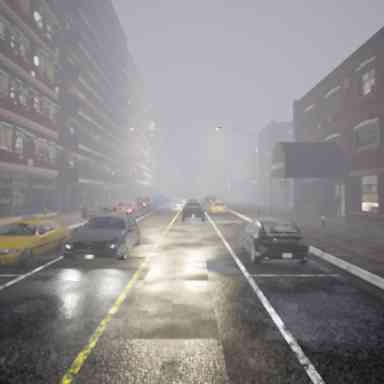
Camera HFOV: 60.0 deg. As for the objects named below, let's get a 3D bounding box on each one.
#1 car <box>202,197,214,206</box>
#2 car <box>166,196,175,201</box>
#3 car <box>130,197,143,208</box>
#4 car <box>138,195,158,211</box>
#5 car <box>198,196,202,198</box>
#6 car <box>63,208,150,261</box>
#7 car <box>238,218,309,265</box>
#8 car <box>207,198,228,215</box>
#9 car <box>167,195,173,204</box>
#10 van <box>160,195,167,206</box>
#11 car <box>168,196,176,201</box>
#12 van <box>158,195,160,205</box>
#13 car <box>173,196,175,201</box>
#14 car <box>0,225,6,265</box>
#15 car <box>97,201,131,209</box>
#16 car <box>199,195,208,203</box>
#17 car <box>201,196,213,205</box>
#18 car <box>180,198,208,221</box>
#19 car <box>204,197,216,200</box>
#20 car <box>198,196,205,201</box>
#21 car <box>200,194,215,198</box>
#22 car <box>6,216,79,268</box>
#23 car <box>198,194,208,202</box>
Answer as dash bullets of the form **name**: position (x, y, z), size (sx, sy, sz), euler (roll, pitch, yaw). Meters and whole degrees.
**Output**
- **car**: position (2.689, 1.634, 56.076), size (1.752, 1.417, 4.829), euler (0, 0, 0)
- **car**: position (-5.693, 1.764, 89.142), size (2.008, 1.369, 4.403), euler (0, 0, 0)
- **car**: position (-5.689, 1.485, 28.209), size (1.967, 1.590, 4.097), euler (0, 0, 0)
- **car**: position (-5.690, 1.382, 39.289), size (2.192, 1.841, 5.009), euler (0, 0, 0)
- **car**: position (0.099, 1.607, 45.675), size (1.812, 1.442, 4.674), euler (0, 0, 0)
- **car**: position (-3.084, 1.566, 12.653), size (2.033, 1.411, 5.357), euler (0, 0, 0)
- **car**: position (2.692, 1.567, 11.592), size (2.008, 1.369, 4.403), euler (0, 0, 0)
- **car**: position (2.690, 1.581, 33.920), size (1.752, 1.417, 4.829), euler (0, 0, 0)
- **car**: position (-5.691, 1.457, 66.985), size (2.192, 1.841, 5.009), euler (0, 0, 0)
- **van**: position (-5.691, 1.450, 55.906), size (1.690, 1.788, 3.998), euler (0, 0, 0)
- **car**: position (-5.693, 1.785, 94.680), size (2.008, 1.369, 4.403), euler (0, 0, 0)
- **van**: position (-5.690, 1.421, 44.829), size (1.690, 1.788, 3.998), euler (0, 0, 0)
- **car**: position (-5.693, 1.760, 83.604), size (1.947, 1.339, 4.313), euler (0, 0, 0)
- **car**: position (-5.689, 1.559, 6.052), size (2.008, 1.369, 4.403), euler (0, 0, 0)
- **car**: position (-5.689, 1.580, 22.671), size (1.887, 1.381, 4.507), euler (0, 0, 0)
- **car**: position (2.688, 1.616, 78.064), size (1.967, 1.590, 4.097), euler (0, 0, 0)
- **car**: position (2.689, 1.565, 61.446), size (1.967, 1.590, 4.097), euler (0, 0, 0)
- **car**: position (0.099, 1.548, 27.534), size (1.837, 1.490, 4.892), euler (0, 0, 0)
- **car**: position (2.690, 1.618, 39.289), size (2.008, 1.369, 4.403), euler (0, 0, 0)
- **car**: position (2.687, 1.816, 94.680), size (1.802, 1.307, 4.206), euler (0, 0, 0)
- **car**: position (2.690, 1.409, 50.367), size (2.192, 1.841, 5.009), euler (0, 0, 0)
- **car**: position (-5.689, 1.541, 11.421), size (1.752, 1.417, 4.829), euler (0, 0, 0)
- **car**: position (2.688, 1.509, 83.605), size (2.192, 1.841, 5.009), euler (0, 0, 0)
